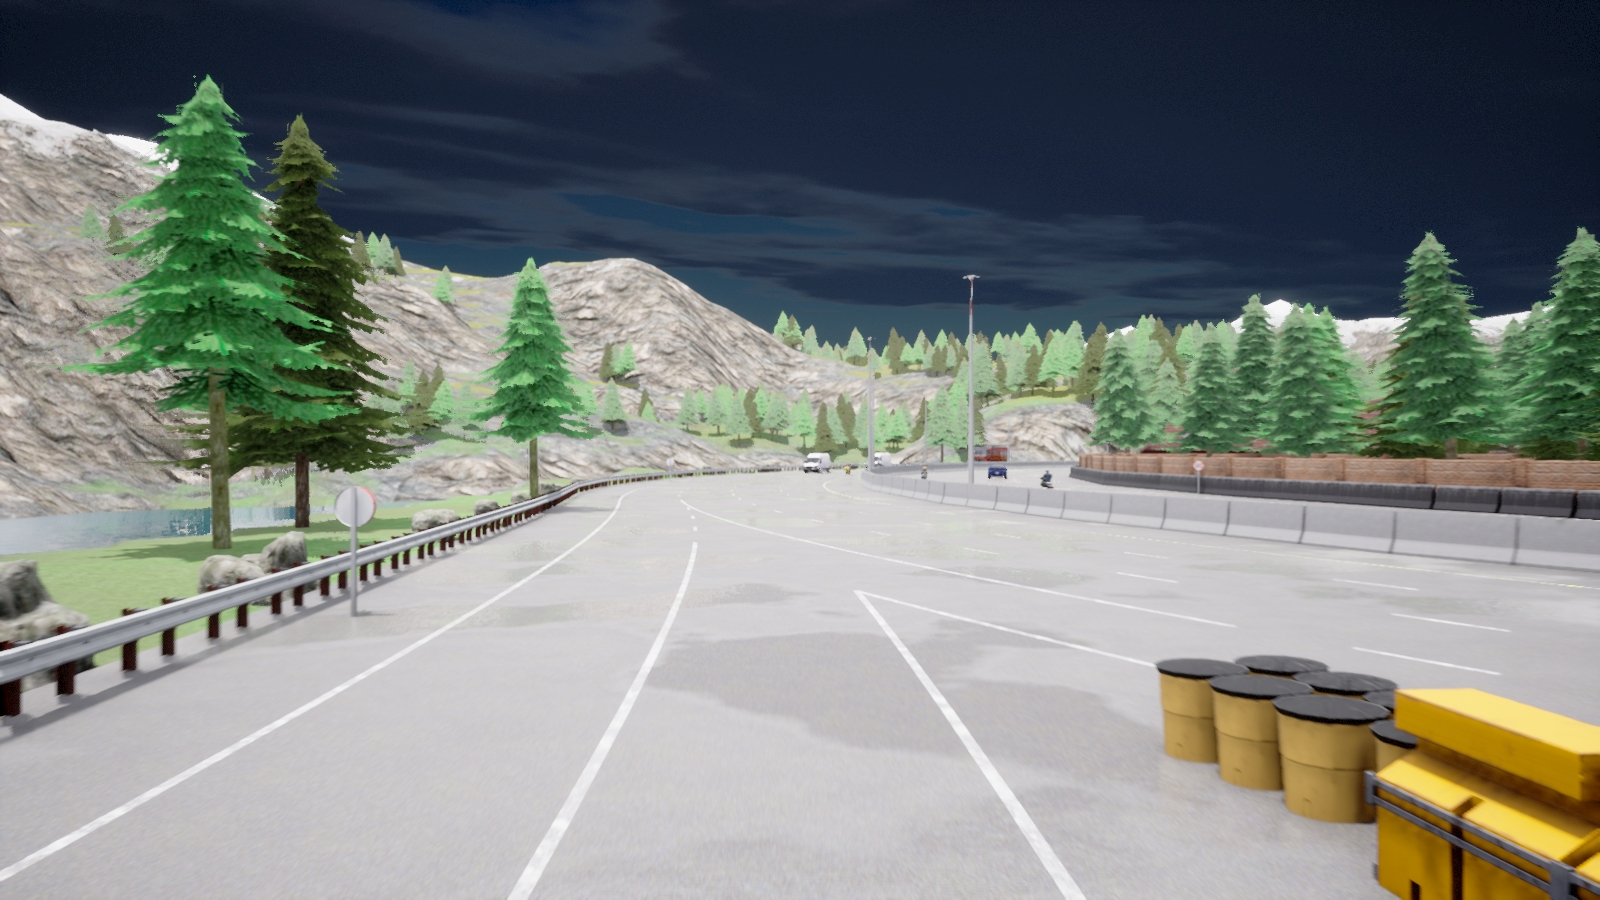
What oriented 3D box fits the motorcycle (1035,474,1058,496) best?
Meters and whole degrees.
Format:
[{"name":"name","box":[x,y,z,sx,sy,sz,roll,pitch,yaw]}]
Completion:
[{"name":"motorcycle","box":[15.628,2.216,72.503,0.856,1.334,1.805,2,0,-6]}]
